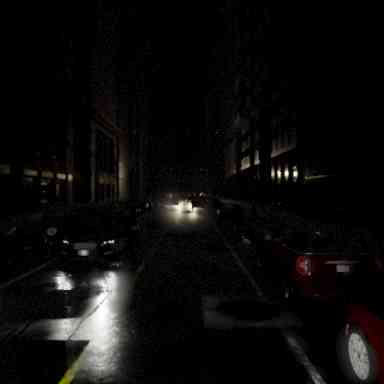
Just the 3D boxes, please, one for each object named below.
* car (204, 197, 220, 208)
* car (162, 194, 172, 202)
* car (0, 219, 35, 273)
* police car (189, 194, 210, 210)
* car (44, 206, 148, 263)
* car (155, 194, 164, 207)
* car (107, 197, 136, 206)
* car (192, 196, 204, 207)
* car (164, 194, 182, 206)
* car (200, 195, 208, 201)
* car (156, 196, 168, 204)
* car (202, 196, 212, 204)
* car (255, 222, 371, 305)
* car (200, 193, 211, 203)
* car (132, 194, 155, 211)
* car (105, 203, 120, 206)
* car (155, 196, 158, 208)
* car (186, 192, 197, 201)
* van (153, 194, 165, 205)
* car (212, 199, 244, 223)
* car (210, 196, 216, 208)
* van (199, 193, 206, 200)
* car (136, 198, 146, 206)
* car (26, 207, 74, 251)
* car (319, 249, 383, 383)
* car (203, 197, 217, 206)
[{"bbox_3d":[2.798,1.489,47.251,1.947,1.339,4.313,0,0,0],"label":"car"},{"bbox_3d":[-5.708,1.332,75.253,1.967,1.590,4.097,0,0,0],"label":"car"},{"bbox_3d":[-5.754,1.568,8.032,1.802,1.307,4.206,0,0,0],"label":"car"},{"bbox_3d":[0.888,1.357,41.608,1.930,1.638,5.238,0,0,0],"label":"police car"},{"bbox_3d":[-3.091,1.471,11.969,2.128,1.511,4.902,0,0,0],"label":"car"},{"bbox_3d":[-5.726,1.238,47.244,2.192,1.841,5.009,0,0,0],"label":"car"},{"bbox_3d":[-5.742,1.398,24.837,1.967,1.590,4.097,0,0,0],"label":"car"},{"bbox_3d":[0.877,1.423,51.501,1.837,1.490,4.892,0,0,0],"label":"car"},{"bbox_3d":[-3.035,1.464,52.511,2.033,1.411,5.357,0,0,0],"label":"car"},{"bbox_3d":[2.821,1.411,81.033,1.752,1.417,4.829,0,0,0],"label":"car"},{"bbox_3d":[-5.715,1.428,63.878,1.752,1.417,4.829,0,0,0],"label":"car"},{"bbox_3d":[2.809,1.485,64.057,1.802,1.307,4.206,0,0,0],"label":"car"},{"bbox_3d":[2.772,1.426,8.036,1.967,1.590,4.097,0,0,0],"label":"car"},{"bbox_3d":[2.814,1.212,69.659,2.192,1.841,5.009,0,0,0],"label":"car"},{"bbox_3d":[-5.734,1.255,36.040,2.192,1.841,5.009,0,0,0],"label":"car"},{"bbox_3d":[-5.746,1.533,19.235,1.947,1.339,4.313,0,0,0],"label":"car"},{"bbox_3d":[-5.731,1.513,41.642,1.802,1.307,4.206,0,0,0],"label":"car"},{"bbox_3d":[0.053,1.264,76.282,1.837,1.490,4.892,0,0,0],"label":"car"},{"bbox_3d":[-5.719,1.250,58.447,1.690,1.788,3.998,0,0,0],"label":"van"},{"bbox_3d":[2.783,1.503,24.842,1.887,1.381,4.507,0,0,0],"label":"car"},{"bbox_3d":[2.794,1.497,41.649,1.947,1.339,4.313,0,0,0],"label":"car"},{"bbox_3d":[2.825,1.222,86.465,1.690,1.788,3.998,0,0,0],"label":"van"},{"bbox_3d":[-5.738,1.515,30.439,1.947,1.339,4.313,0,0,0],"label":"car"},{"bbox_3d":[-5.750,1.417,13.634,1.967,1.590,4.097,0,0,0],"label":"car"},{"bbox_3d":[2.768,1.541,2.434,1.887,1.381,4.507,0,0,0],"label":"car"},{"bbox_3d":[2.802,1.467,52.853,2.008,1.369,4.403,0,0,0],"label":"car"}]
